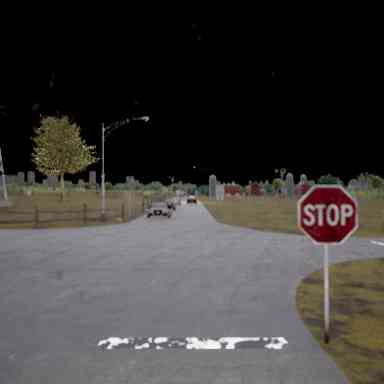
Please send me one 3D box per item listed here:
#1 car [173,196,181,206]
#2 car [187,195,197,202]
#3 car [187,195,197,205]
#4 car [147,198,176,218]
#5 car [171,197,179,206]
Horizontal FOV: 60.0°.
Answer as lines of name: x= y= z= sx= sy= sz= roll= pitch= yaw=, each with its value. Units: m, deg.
car: x=-2.818 y=1.488 z=55.380 sx=2.128 sy=1.511 sz=4.902 roll=0 pitch=0 yaw=0
car: x=-0.010 y=1.398 z=71.608 sx=1.994 sy=1.385 sz=4.181 roll=0 pitch=0 yaw=0
car: x=-0.008 y=1.479 z=61.182 sx=1.882 sy=1.535 sz=5.008 roll=0 pitch=0 yaw=0
car: x=-2.839 y=1.556 z=29.872 sx=1.994 sy=1.385 sz=4.181 roll=0 pitch=0 yaw=1
car: x=-2.841 y=1.591 z=39.877 sx=1.895 sy=1.301 sz=4.718 roll=0 pitch=0 yaw=0
